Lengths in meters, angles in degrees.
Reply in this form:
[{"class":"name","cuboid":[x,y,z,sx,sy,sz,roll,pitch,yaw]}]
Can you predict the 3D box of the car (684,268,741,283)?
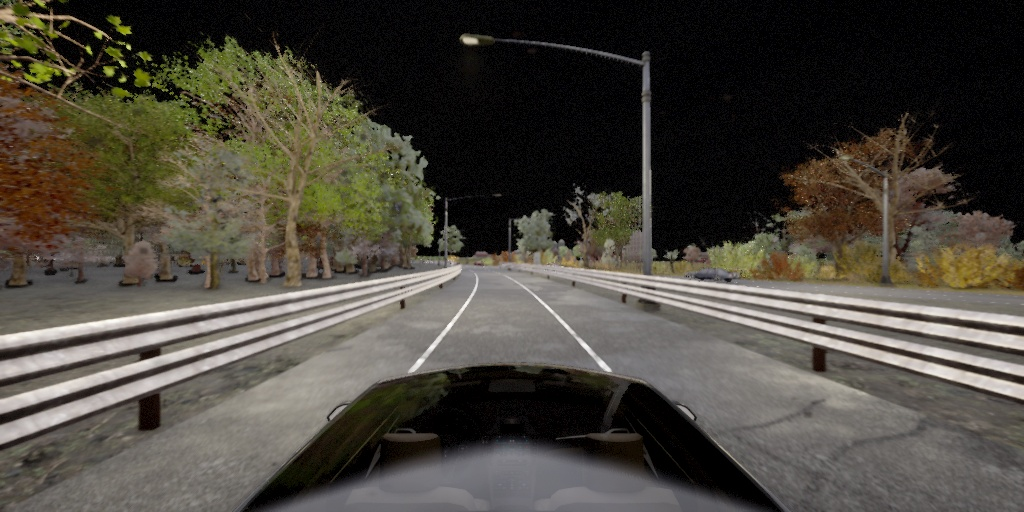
[{"class":"car","cuboid":[20.949,1.970,37.706,2.033,1.411,5.357,0,0,-25]}]
